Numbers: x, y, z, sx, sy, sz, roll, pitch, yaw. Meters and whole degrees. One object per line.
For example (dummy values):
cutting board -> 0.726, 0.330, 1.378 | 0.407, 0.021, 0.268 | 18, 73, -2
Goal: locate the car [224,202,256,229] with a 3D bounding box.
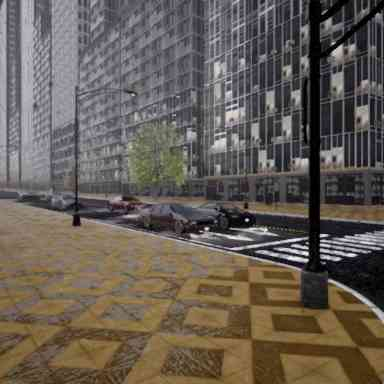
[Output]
car -> 1.751, 1.305, 19.544 | 1.994, 1.385, 4.181 | 0, 1, -38

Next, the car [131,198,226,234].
car -> -0.940, 1.289, 17.708 | 2.033, 1.411, 5.357 | 0, 1, -38

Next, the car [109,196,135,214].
car -> -5.669, 1.047, 29.008 | 1.812, 1.442, 4.674 | 0, 1, -38

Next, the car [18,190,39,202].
car -> -22.021, 0.471, 44.819 | 1.994, 1.385, 4.181 | 0, 1, -38

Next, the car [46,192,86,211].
car -> -11.926, 0.963, 31.729 | 2.033, 1.411, 5.357 | 0, 1, -38
